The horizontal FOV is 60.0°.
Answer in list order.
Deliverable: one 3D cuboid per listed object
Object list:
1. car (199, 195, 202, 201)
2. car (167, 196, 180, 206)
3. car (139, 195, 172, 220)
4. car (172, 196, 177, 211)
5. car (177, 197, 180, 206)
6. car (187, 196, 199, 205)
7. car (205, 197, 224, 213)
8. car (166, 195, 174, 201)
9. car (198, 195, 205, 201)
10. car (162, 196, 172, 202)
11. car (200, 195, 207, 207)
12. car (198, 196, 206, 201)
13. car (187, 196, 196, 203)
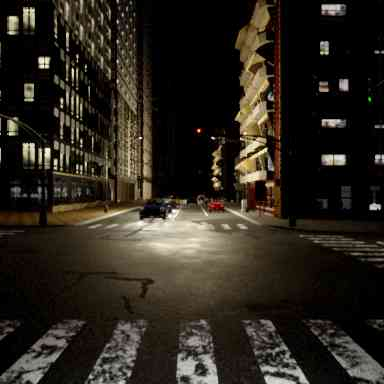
[{"bbox_3d":[2.606,1.569,55.829,2.008,1.369,4.403,0,0,0],"label":"car"},{"bbox_3d":[-3.088,1.496,56.751,1.882,1.535,5.008,0,0,0],"label":"car"},{"bbox_3d":[-3.138,1.356,28.173,2.097,1.767,4.553,0,0,0],"label":"car"},{"bbox_3d":[-3.152,1.499,37.221,2.128,1.511,4.902,0,0,0],"label":"car"},{"bbox_3d":[-3.146,1.613,46.478,1.895,1.301,4.718,0,0,0],"label":"car"},{"bbox_3d":[0.010,1.585,60.229,1.994,1.385,4.181,0,0,0],"label":"car"},{"bbox_3d":[2.685,1.589,37.264,1.802,1.307,4.206,0,0,0],"label":"car"},{"bbox_3d":[-5.828,1.592,89.708,1.887,1.381,4.507,0,0,0],"label":"car"},{"bbox_3d":[2.552,1.487,89.721,1.967,1.590,4.097,0,0,0],"label":"car"},{"bbox_3d":[-5.810,1.586,78.411,2.008,1.369,4.403,0,0,0],"label":"car"},{"bbox_3d":[2.614,1.565,50.181,2.008,1.369,4.403,0,0,0],"label":"car"},{"bbox_3d":[2.561,1.623,84.073,1.802,1.307,4.206,0,0,0],"label":"car"},{"bbox_3d":[-0.106,1.581,70.271,1.994,1.385,4.181,0,0,0],"label":"car"}]
